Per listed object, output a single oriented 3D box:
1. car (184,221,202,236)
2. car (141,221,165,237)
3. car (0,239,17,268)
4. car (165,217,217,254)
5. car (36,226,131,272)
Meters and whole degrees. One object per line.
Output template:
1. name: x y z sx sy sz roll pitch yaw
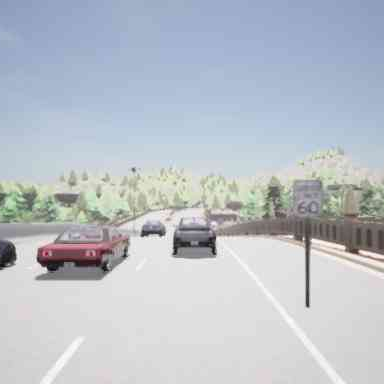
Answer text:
1. car: 0.117 4.055 36.318 1.882 1.535 5.008 0 -8 0
2. car: -3.386 3.290 29.817 2.033 1.411 5.357 0 -7 0
3. car: -6.897 1.722 9.532 1.994 1.385 4.181 0 -2 0
4. car: 0.107 1.932 15.446 2.128 1.511 4.902 0 -3 0
5. car: -3.395 1.835 11.467 1.895 1.301 4.718 0 -3 0
